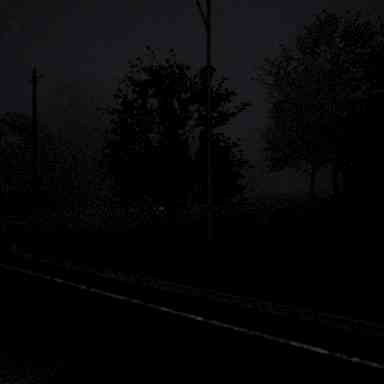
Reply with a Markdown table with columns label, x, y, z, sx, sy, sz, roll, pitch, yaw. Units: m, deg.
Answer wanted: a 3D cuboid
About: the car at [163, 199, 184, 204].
| label | x | y | z | sx | sy | sz | roll | pitch | yaw |
| --- | --- | --- | --- | --- | --- | --- | --- | --- | --- |
| car | -2.692 | 1.190 | 44.484 | 1.812 | 1.442 | 4.674 | 0 | 2 | 38 |
